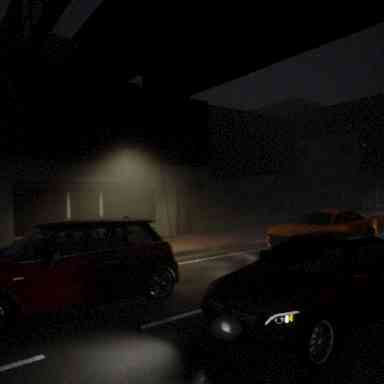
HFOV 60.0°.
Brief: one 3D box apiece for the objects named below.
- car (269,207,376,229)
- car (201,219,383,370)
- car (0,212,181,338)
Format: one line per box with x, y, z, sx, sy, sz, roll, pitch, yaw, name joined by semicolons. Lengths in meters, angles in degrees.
4.769;1.337;11.991;5.008;1.535;1.882;-1;0;-37;car
2.302;1.460;5.755;4.674;1.442;1.812;-1;0;-37;car
-2.530;1.352;6.502;4.553;1.767;2.097;-1;0;-37;car
